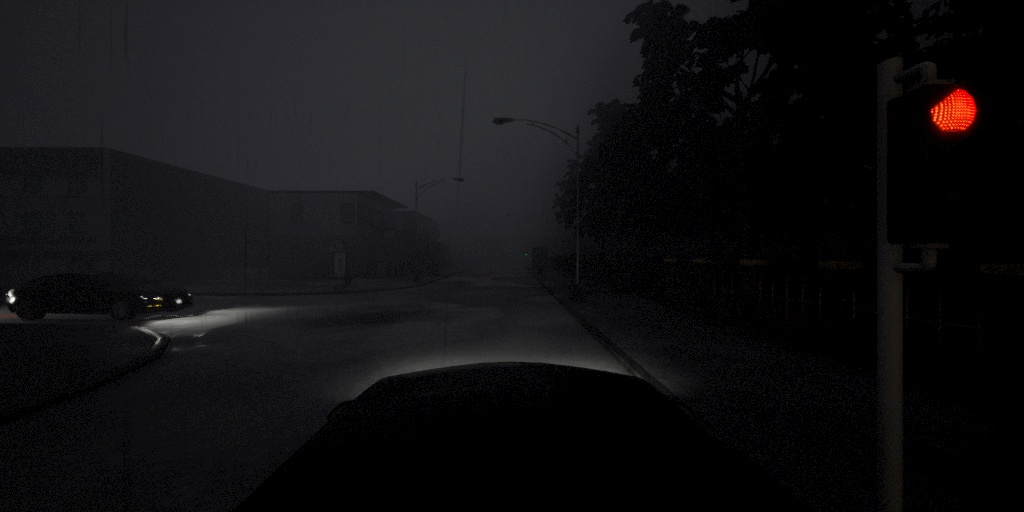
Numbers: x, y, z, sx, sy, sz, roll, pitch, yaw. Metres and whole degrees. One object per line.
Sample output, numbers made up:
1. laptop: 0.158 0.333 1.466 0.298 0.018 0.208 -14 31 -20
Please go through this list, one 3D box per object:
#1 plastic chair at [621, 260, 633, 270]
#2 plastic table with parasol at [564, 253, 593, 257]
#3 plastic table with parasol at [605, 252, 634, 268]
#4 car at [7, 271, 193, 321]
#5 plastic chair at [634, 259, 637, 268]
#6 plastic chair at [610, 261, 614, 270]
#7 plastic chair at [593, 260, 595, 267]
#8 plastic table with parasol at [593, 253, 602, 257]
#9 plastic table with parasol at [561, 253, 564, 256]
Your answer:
1. plastic chair: 16.022 1.295 50.184 0.750 1.272 0.730 0 0 -40
2. plastic table with parasol: 9.970 0.683 53.921 2.482 2.480 2.482 0 0 -40
3. plastic table with parasol: 15.289 0.693 51.182 2.482 2.480 2.482 0 0 -40
4. car: -13.489 1.254 11.907 4.892 1.490 1.837 0 0 0
5. plastic chair: 18.643 1.159 54.631 0.750 1.272 0.730 0 0 -39
6. plastic chair: 14.316 1.305 50.280 0.730 1.272 0.750 0 0 -35
7. plastic chair: 13.715 1.303 58.508 0.730 1.272 0.750 0 0 -35
8. plastic table with parasol: 14.667 0.671 59.396 2.482 2.480 2.482 0 0 -42
9. plastic table with parasol: 10.680 0.703 62.362 2.482 2.480 2.482 0 0 -40
